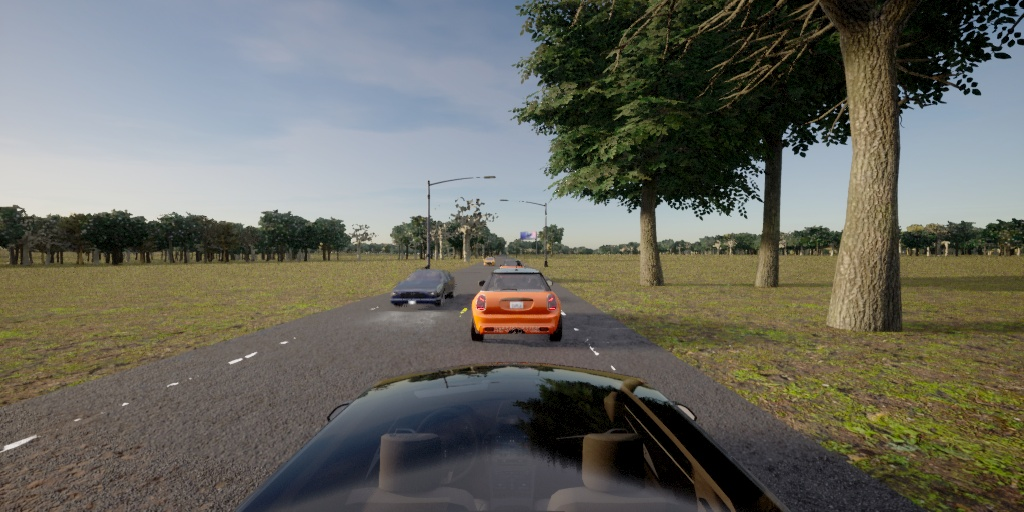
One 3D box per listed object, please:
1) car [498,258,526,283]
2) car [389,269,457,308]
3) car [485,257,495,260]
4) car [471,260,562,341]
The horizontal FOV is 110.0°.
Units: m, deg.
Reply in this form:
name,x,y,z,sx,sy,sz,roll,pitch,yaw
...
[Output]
name,x,y,z,sx,sy,sz,roll,pitch,yaw
car,0.060,1.078,28.858,2.097,1.767,4.553,0,0,1
car,-3.593,1.289,15.556,2.033,1.411,5.357,0,0,0
car,-3.829,0.988,61.674,1.882,1.535,5.008,0,0,-1
car,0.105,1.098,10.016,2.097,1.767,4.553,0,0,0
